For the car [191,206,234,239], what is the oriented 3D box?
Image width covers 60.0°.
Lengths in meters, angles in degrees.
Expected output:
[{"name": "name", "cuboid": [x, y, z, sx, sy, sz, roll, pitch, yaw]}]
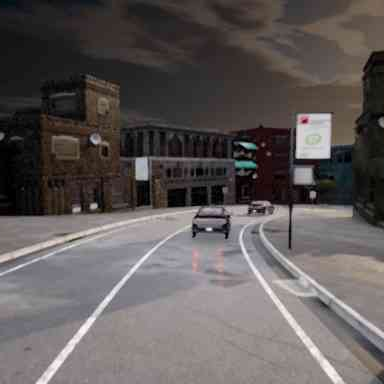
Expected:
[{"name": "car", "cuboid": [1.141, 1.504, 17.674, 2.128, 1.511, 4.902, 1, 0, 8]}]

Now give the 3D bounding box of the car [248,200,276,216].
[{"name": "car", "cuboid": [7.380, 1.639, 34.915, 1.837, 1.490, 4.892, 2, 0, 30]}]
